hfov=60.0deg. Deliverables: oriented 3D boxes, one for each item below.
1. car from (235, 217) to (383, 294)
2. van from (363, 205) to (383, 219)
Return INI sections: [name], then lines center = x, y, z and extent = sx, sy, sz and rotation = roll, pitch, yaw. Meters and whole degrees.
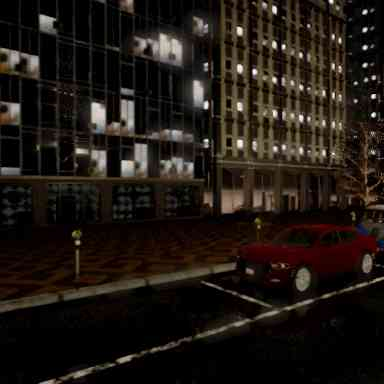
[car]
center = 3.136, 1.543, 8.802
extent = 4.507, 1.381, 1.887
rotation = 0, 0, -35
[van]
center = 7.635, 1.338, 12.013
extent = 3.998, 1.788, 1.690
rotation = 0, 0, -36
